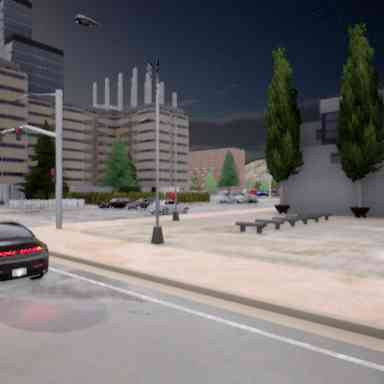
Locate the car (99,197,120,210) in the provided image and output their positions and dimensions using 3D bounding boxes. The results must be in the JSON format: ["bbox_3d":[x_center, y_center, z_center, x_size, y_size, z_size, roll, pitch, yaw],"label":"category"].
[{"bbox_3d":[-9.116,1.404,40.988,1.882,1.535,5.008,0,0,40],"label":"car"}]

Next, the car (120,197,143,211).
[{"bbox_3d":[-5.760,1.439,39.534,1.837,1.490,4.892,0,0,40],"label":"car"}]

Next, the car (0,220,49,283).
[{"bbox_3d":[-5.586,1.483,8.763,4.892,1.490,1.837,0,0,40],"label":"car"}]

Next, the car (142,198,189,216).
[{"bbox_3d":[-2.272,1.476,32.556,1.812,1.442,4.674,0,0,41],"label":"car"}]

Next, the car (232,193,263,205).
[{"bbox_3d":[9.702,1.429,57.650,2.128,1.511,4.902,0,0,41],"label":"car"}]

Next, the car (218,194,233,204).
[{"bbox_3d":[6.683,1.530,59.508,1.895,1.301,4.718,0,0,41],"label":"car"}]
